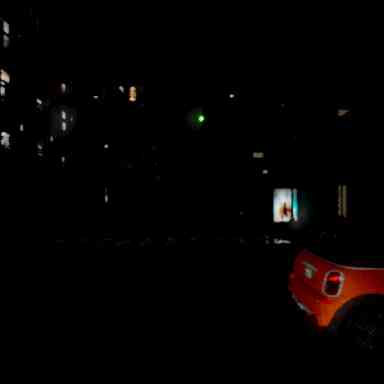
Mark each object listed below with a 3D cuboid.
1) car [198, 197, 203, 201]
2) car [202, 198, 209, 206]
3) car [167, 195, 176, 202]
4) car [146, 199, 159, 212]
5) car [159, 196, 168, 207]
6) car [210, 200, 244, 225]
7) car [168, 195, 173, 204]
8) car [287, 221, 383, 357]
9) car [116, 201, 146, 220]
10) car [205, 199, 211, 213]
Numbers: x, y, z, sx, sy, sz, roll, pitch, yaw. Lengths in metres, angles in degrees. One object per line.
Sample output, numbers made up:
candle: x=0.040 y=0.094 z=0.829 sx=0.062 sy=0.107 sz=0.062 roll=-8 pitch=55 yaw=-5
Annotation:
car: x=2.630 y=1.809 z=58.827 sx=2.008 sy=1.369 sz=4.403 roll=-1 pitch=0 yaw=0
car: x=2.644 y=1.717 z=41.738 sx=2.008 sy=1.369 sz=4.403 roll=-1 pitch=0 yaw=0
car: x=-5.784 y=1.842 z=92.986 sx=2.192 sy=1.841 sz=5.009 roll=-1 pitch=0 yaw=0
car: x=-5.736 y=1.781 z=41.718 sx=2.008 sy=1.369 sz=4.403 roll=-1 pitch=0 yaw=0
car: x=-5.751 y=1.847 z=58.637 sx=1.752 sy=1.417 sz=4.829 roll=-1 pitch=0 yaw=0
car: x=2.657 y=1.519 z=24.648 sx=1.967 sy=1.590 sz=4.097 roll=-1 pitch=0 yaw=0
car: x=-5.763 y=1.828 z=70.200 sx=1.967 sy=1.590 sz=4.097 roll=-1 pitch=0 yaw=0
car: x=4.059 y=1.354 z=5.553 sx=4.553 sy=1.767 sz=2.097 roll=0 pitch=0 yaw=0
car: x=-5.726 y=1.723 z=30.324 sx=2.008 sy=1.369 sz=4.403 roll=-1 pitch=0 yaw=0
car: x=2.649 y=1.719 z=36.041 sx=1.802 sy=1.307 sz=4.206 roll=-1 pitch=0 yaw=0
